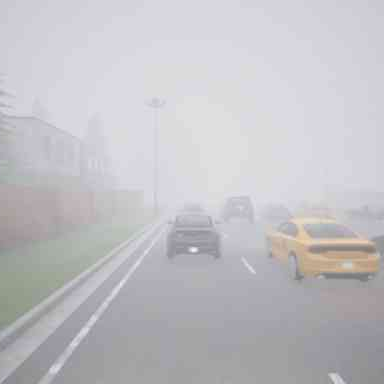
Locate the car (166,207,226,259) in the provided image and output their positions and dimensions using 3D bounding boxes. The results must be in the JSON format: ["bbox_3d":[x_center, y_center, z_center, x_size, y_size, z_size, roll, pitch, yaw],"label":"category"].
[{"bbox_3d":[0.067,1.552,12.824,1.837,1.490,4.892,0,0,0],"label":"car"}]

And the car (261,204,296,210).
[{"bbox_3d":[7.063,1.666,28.365,1.994,1.385,4.181,0,0,0],"label":"car"}]

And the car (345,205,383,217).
[{"bbox_3d":[14.053,1.697,26.448,1.895,1.301,4.718,0,0,0],"label":"car"}]

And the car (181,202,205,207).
[{"bbox_3d":[0.063,1.606,27.967,1.837,1.490,4.892,0,0,0],"label":"car"}]

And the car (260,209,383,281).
[{"bbox_3d":[3.549,1.514,10.007,1.882,1.535,5.008,0,0,0],"label":"car"}]

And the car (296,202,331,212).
[{"bbox_3d":[10.567,1.583,29.436,1.882,1.535,5.008,0,0,0],"label":"car"}]

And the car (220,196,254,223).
[{"bbox_3d":[3.555,1.320,26.802,2.150,2.045,5.566,0,0,0],"label":"car"}]

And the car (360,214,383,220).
[{"bbox_3d":[7.043,1.581,9.159,2.033,1.411,5.357,0,0,0],"label":"car"}]
